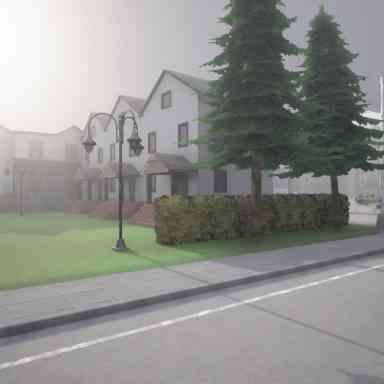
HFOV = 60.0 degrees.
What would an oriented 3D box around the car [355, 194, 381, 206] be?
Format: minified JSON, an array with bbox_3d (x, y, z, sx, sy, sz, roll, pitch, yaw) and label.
[{"bbox_3d":[26.486,1.097,48.752,1.932,1.855,4.605,0,0,-36],"label":"car"}]
